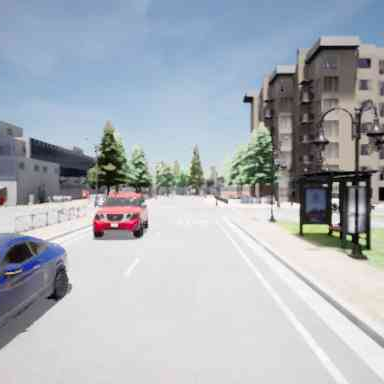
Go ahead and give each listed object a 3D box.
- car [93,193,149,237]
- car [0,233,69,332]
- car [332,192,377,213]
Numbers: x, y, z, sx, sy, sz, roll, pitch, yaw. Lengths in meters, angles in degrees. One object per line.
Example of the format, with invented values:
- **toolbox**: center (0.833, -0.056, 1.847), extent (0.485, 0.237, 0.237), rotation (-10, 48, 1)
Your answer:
- **car**: center (-3.522, 1.096, 17.408), extent (2.150, 2.045, 5.566), rotation (0, 0, -2)
- **car**: center (-3.579, 1.485, 5.543), extent (1.812, 1.442, 4.674), rotation (0, 0, 0)
- **car**: center (14.828, 0.974, 32.336), extent (5.566, 2.045, 2.150), rotation (0, 0, 1)
